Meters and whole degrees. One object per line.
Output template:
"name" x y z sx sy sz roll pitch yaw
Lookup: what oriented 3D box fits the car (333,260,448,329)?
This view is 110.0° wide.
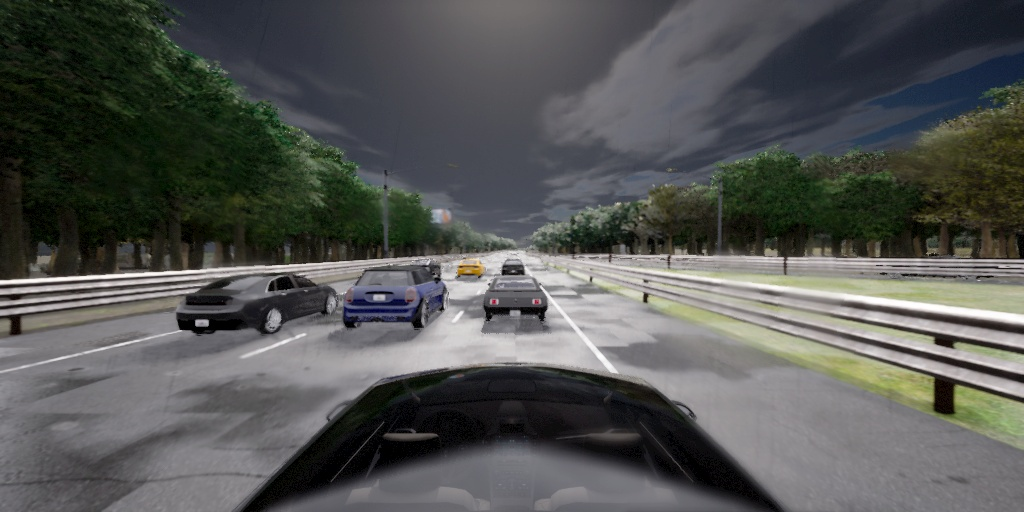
"car" -3.402 1.073 11.315 2.097 1.767 4.553 0 0 0

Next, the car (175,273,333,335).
"car" -6.900 1.232 10.403 1.837 1.490 4.892 0 0 0

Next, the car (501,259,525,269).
"car" 0.097 0.992 30.295 1.882 1.535 5.008 0 1 0

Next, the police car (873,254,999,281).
"police car" 27.011 0.691 23.086 1.930 1.638 5.238 0 0 -34

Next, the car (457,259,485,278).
"car" -3.403 0.992 30.308 1.882 1.535 5.008 0 1 0

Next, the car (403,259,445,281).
"car" -6.902 1.031 28.701 2.128 1.511 4.902 0 1 0

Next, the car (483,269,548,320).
"car" 0.092 1.315 12.396 1.895 1.301 4.718 0 0 0
